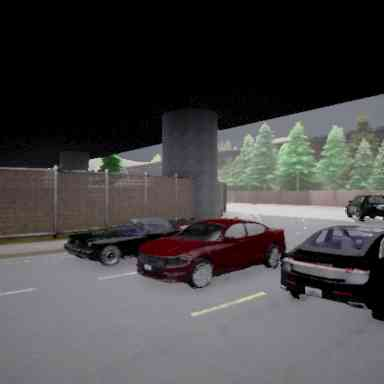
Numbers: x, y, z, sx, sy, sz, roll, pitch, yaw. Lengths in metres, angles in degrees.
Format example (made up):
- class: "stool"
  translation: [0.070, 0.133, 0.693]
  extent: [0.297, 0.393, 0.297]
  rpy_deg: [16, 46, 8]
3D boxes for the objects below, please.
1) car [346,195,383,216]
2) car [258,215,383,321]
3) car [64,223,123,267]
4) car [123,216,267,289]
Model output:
- class: "car"
  translation: [14.314, 1.270, 27.155]
  extent: [2.150, 2.045, 5.566]
  rpy_deg: [0, 0, 11]
- class: "car"
  translation: [3.833, 1.504, 7.392]
  extent: [4.902, 1.511, 2.128]
  rpy_deg: [0, 0, -44]
- class: "car"
  translation: [-1.878, 1.612, 11.647]
  extent: [4.718, 1.301, 1.895]
  rpy_deg: [0, 0, -42]
- class: "car"
  translation: [0.767, 1.489, 9.502]
  extent: [5.008, 1.535, 1.882]
  rpy_deg: [0, 0, -44]
